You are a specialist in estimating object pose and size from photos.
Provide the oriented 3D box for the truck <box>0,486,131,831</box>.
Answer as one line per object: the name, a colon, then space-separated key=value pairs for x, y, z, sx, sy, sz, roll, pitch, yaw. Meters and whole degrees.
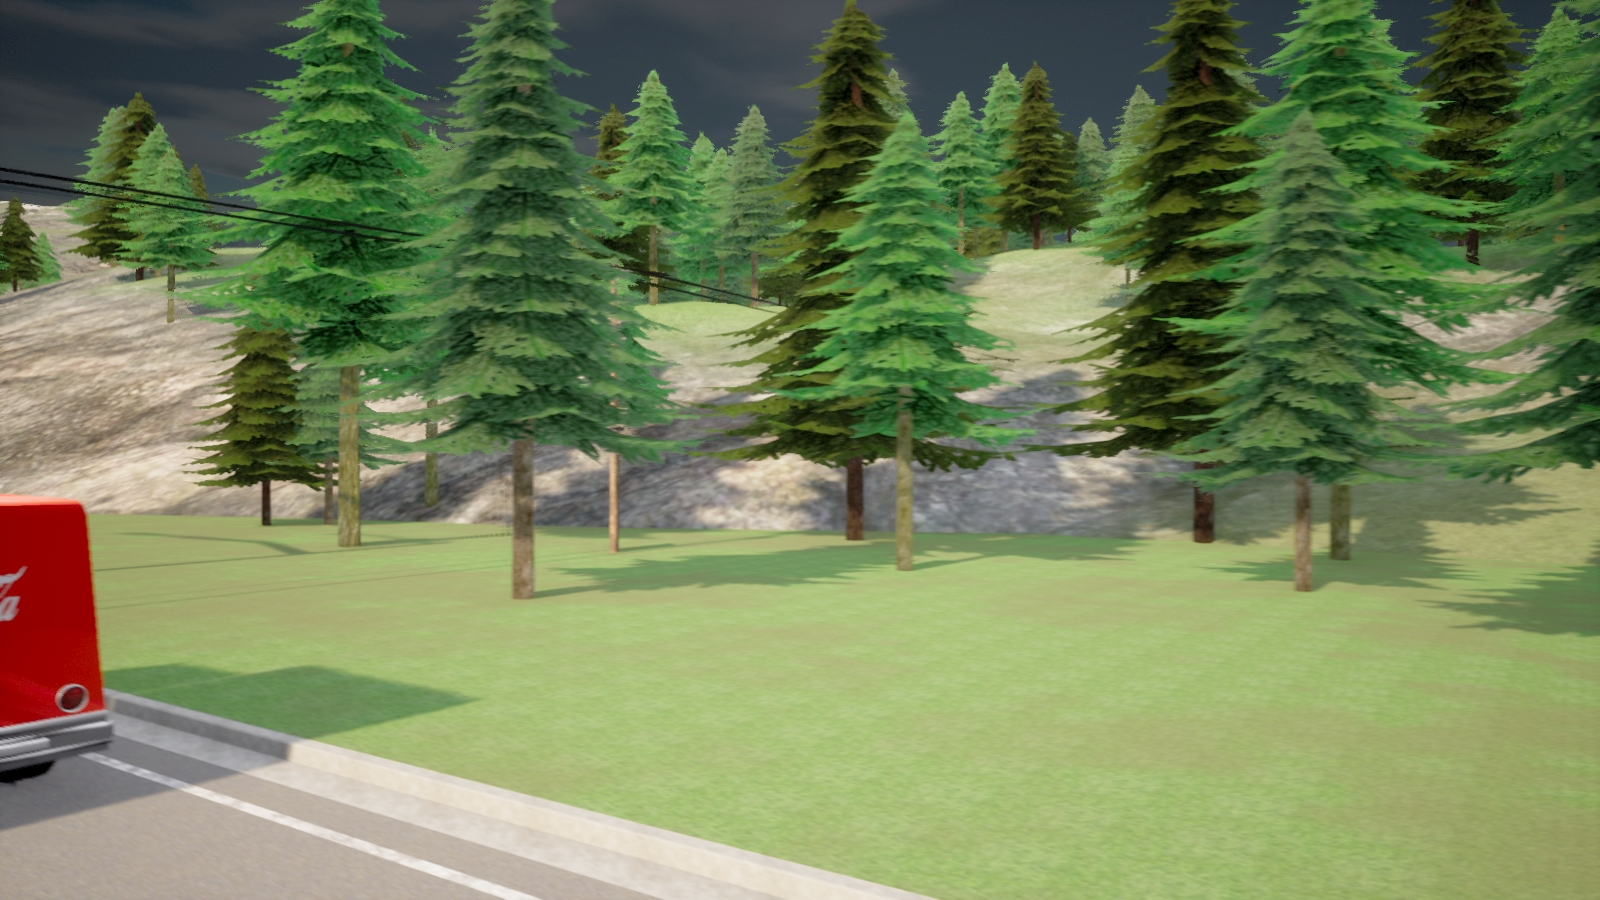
truck: x=-8.251 y=1.568 z=9.543 sx=5.204 sy=2.467 sz=2.627 roll=0 pitch=0 yaw=34
